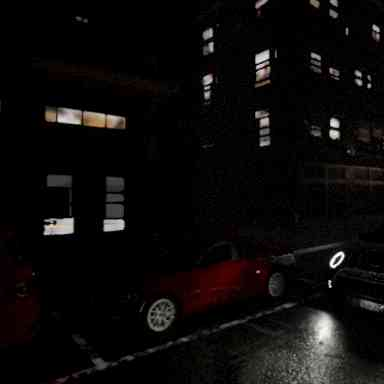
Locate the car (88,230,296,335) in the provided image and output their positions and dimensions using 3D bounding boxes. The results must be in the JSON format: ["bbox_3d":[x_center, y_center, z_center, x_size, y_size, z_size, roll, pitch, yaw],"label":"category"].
[{"bbox_3d":[0.210,1.525,6.732,4.507,1.381,1.887,-1,1,-36],"label":"car"}]

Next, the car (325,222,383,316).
[{"bbox_3d":[4.780,1.278,6.868,4.553,1.767,2.097,-1,0,-36],"label":"car"}]

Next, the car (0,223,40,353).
[{"bbox_3d":[-4.293,1.358,3.448,5.009,1.841,2.192,-1,1,-36],"label":"car"}]
